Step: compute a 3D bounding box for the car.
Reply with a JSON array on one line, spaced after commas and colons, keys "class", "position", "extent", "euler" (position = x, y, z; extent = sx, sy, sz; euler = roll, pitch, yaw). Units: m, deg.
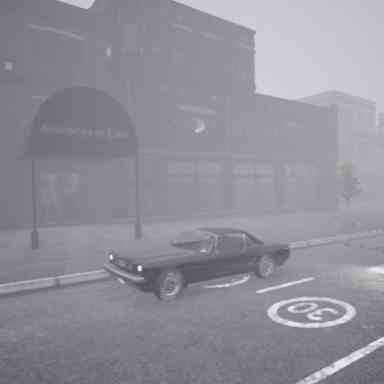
[{"class": "car", "position": [0.287, 1.594, 8.431], "extent": [4.718, 1.301, 1.895], "euler": [0, 0, -36]}]
